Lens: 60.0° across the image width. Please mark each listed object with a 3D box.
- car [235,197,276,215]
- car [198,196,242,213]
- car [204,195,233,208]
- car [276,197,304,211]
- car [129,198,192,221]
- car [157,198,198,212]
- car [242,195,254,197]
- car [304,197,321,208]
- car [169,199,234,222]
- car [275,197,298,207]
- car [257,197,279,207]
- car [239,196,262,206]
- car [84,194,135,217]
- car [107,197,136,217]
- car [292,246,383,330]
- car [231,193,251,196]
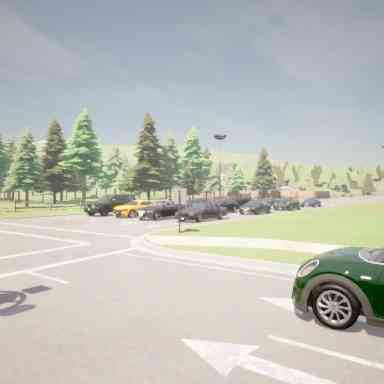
[{"bbox_3d":[6.564,1.526,34.090,1.812,1.442,4.674,0,0,36],"label":"car"},{"bbox_3d":[3.057,1.478,35.245,1.882,1.535,5.008,0,0,36],"label":"car"},{"bbox_3d":[3.932,1.352,48.259,2.097,1.767,4.553,0,0,36],"label":"car"},{"bbox_3d":[11.794,1.352,41.227,2.097,1.767,4.553,0,0,36],"label":"car"},{"bbox_3d":[-2.504,1.491,27.666,2.128,1.511,4.902,0,0,36],"label":"car"},{"bbox_3d":[-1.706,1.547,40.585,2.033,1.411,5.357,0,0,36],"label":"car"},{"bbox_3d":[8.639,1.491,42.848,2.128,1.511,4.902,0,0,36],"label":"car"},{"bbox_3d":[17.707,1.526,49.244,1.812,1.442,4.674,0,0,37],"label":"car"},{"bbox_3d":[0.884,1.547,26.366,2.033,1.411,5.357,0,0,36],"label":"car"},{"bbox_3d":[14.533,1.526,50.841,1.812,1.442,4.674,0,0,37],"label":"car"},{"bbox_3d":[12.383,1.564,53.813,1.994,1.385,4.181,0,0,37],"label":"car"},{"bbox_3d":[9.971,1.478,56.435,1.882,1.535,5.008,0,0,37],"label":"car"},{"bbox_3d":[-7.726,1.221,32.379,2.150,2.045,5.566,0,0,36],"label":"car"},{"bbox_3d":[-4.893,1.478,30.324,1.882,1.535,5.008,0,0,36],"label":"car"},{"bbox_3d":[4.032,1.352,5.414,4.553,1.767,2.097,0,0,35],"label":"car"},{"bbox_3d":[6.409,1.221,45.724,2.150,2.045,5.566,0,0,36],"label":"car"}]
